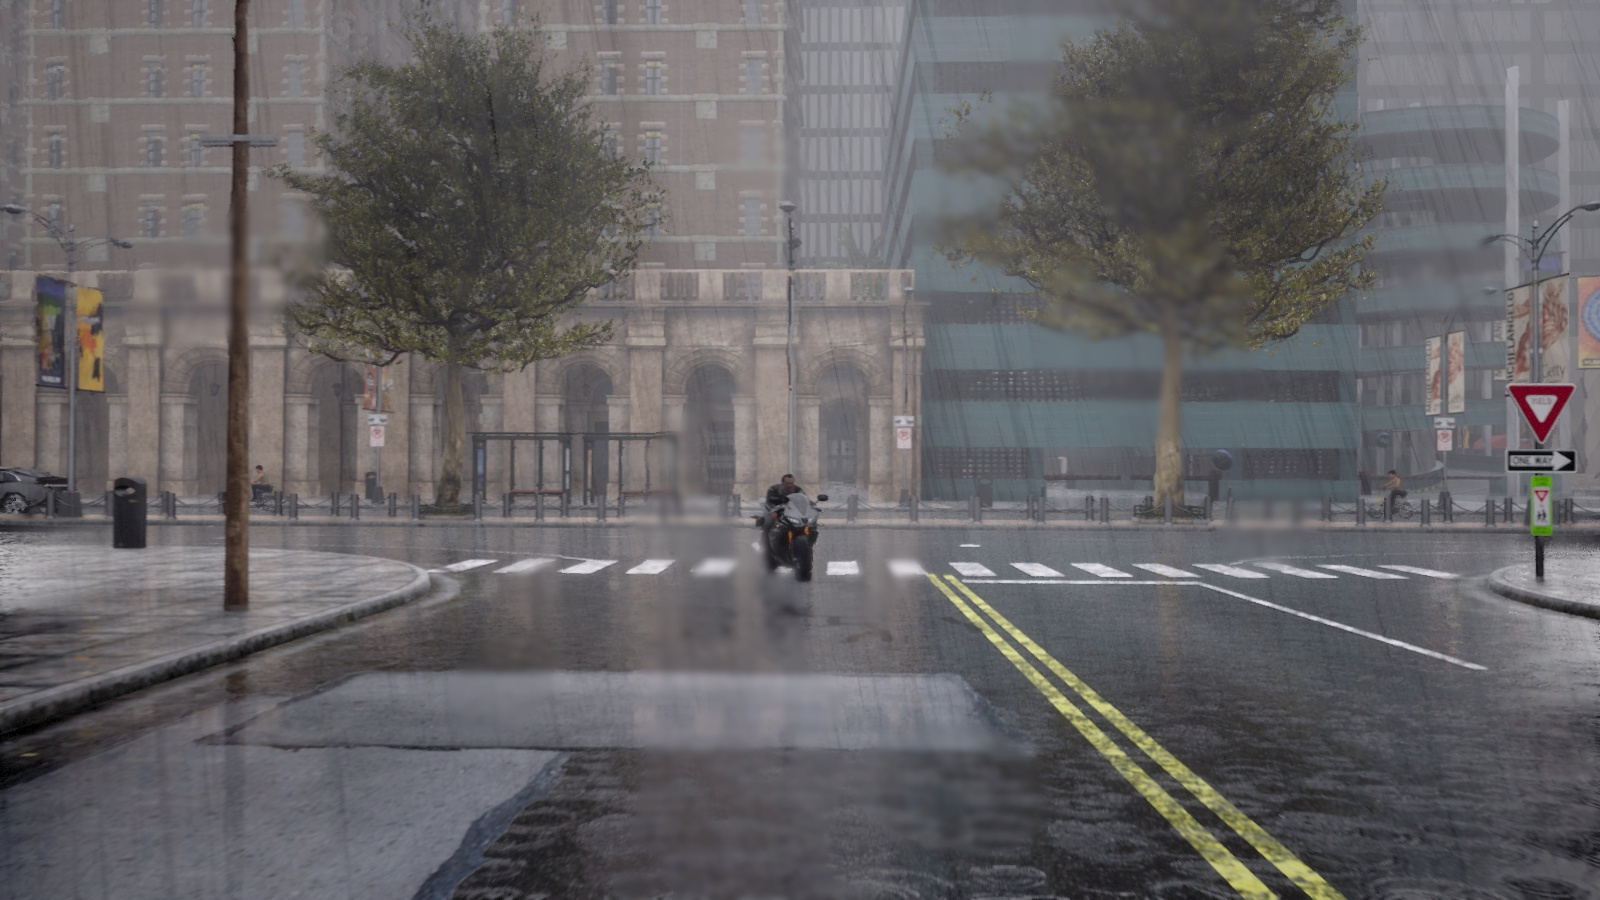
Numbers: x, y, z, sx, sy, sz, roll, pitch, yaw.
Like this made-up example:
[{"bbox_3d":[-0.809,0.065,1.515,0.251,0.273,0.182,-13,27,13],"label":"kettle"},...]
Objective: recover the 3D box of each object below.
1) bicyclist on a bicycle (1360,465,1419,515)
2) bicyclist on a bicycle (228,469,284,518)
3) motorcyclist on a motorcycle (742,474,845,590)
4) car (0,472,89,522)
[{"bbox_3d":[19.253,1.305,41.058,1.509,1.612,0.866,0,-1,2],"label":"bicyclist on a bicycle"},{"bbox_3d":[-18.331,1.459,42.359,1.509,1.612,0.866,0,-1,2],"label":"bicyclist on a bicycle"},{"bbox_3d":[-0.128,1.122,18.034,0.866,1.530,2.191,-1,-1,-17],"label":"motorcyclist on a motorcycle"},{"bbox_3d":[-25.198,1.453,39.099,4.902,1.511,2.128,0,-1,2],"label":"car"}]
